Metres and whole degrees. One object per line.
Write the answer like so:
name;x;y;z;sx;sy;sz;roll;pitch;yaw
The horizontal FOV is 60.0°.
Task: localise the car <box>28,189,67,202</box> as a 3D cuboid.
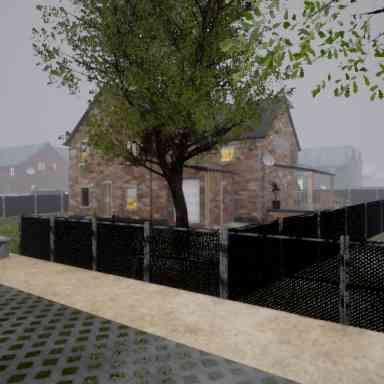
car;-15.458;0.699;34.482;2.150;2.045;5.566;0;2;34
